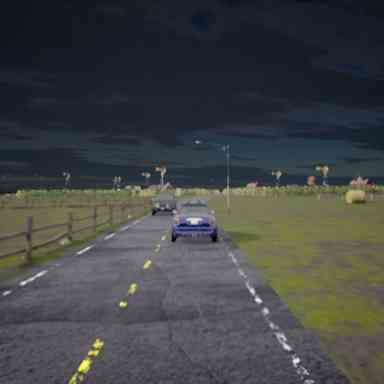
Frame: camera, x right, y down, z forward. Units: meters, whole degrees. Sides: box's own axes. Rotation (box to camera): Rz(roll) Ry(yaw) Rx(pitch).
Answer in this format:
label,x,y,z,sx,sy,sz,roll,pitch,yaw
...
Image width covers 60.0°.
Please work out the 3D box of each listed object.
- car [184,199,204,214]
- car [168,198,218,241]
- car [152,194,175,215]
label,x,y,z,sx,sy,sz,roll,pitch,yaw
car,0.223,1.541,36.425,1.994,1.385,4.181,0,0,1
car,0.101,1.341,16.642,2.097,1.767,4.553,0,0,0
car,-2.676,1.201,33.302,2.150,2.045,5.566,0,0,1
